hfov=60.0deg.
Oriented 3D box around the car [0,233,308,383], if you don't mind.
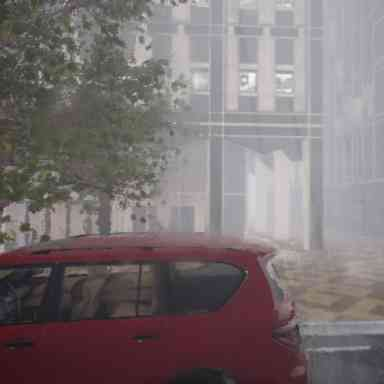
[{"bbox_3d":[-1.316,1.431,3.637,5.009,1.841,2.192,0,-1,-3],"label":"car"}]
